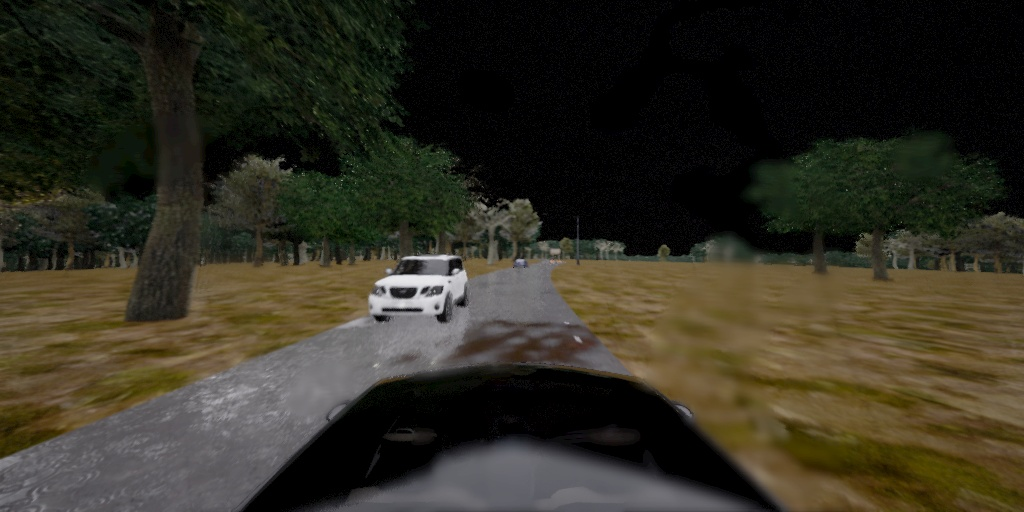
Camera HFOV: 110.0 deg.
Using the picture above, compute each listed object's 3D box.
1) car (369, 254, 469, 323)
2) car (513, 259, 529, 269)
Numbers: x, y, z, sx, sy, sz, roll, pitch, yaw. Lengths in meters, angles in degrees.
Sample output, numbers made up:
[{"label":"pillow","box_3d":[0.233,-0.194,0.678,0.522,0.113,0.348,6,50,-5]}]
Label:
[{"label":"car","box_3d":[-2.878,0.963,12.418,2.150,2.045,5.566,0,0,2]},{"label":"car","box_3d":[1.369,1.164,55.421,1.812,1.442,4.674,0,0,10]}]
